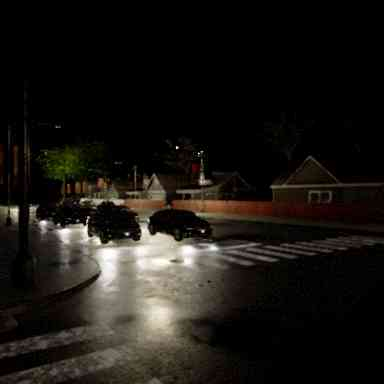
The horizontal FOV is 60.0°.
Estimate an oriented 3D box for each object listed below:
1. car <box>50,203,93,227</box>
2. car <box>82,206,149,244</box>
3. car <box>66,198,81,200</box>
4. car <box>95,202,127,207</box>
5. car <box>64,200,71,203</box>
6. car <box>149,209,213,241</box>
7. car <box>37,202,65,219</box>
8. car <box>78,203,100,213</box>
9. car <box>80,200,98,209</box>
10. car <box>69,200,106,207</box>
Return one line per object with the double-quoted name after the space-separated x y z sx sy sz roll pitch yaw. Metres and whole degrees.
-9.480 1.850 25.911 1.837 1.490 4.892 0 -1 -32 "car"
-4.134 1.714 17.340 1.837 1.490 4.892 0 -1 -29 "car"
-19.802 1.944 55.044 2.150 2.045 5.566 0 -1 -32 "car"
-5.730 1.788 26.029 1.882 1.535 5.008 0 -1 -32 "car"
-16.309 2.125 43.151 2.033 1.411 5.357 0 -1 -31 "car"
-0.772 1.689 18.064 1.837 1.490 4.892 0 -1 -32 "car"
-14.958 1.989 34.750 1.837 1.490 4.892 0 -1 -32 "car"
-14.366 2.190 46.338 1.895 1.301 4.718 0 -1 -31 "car"
-18.338 2.223 59.017 1.882 1.535 5.008 0 -1 -32 "car"
-10.756 1.930 34.139 2.128 1.511 4.902 0 -1 -32 "car"
